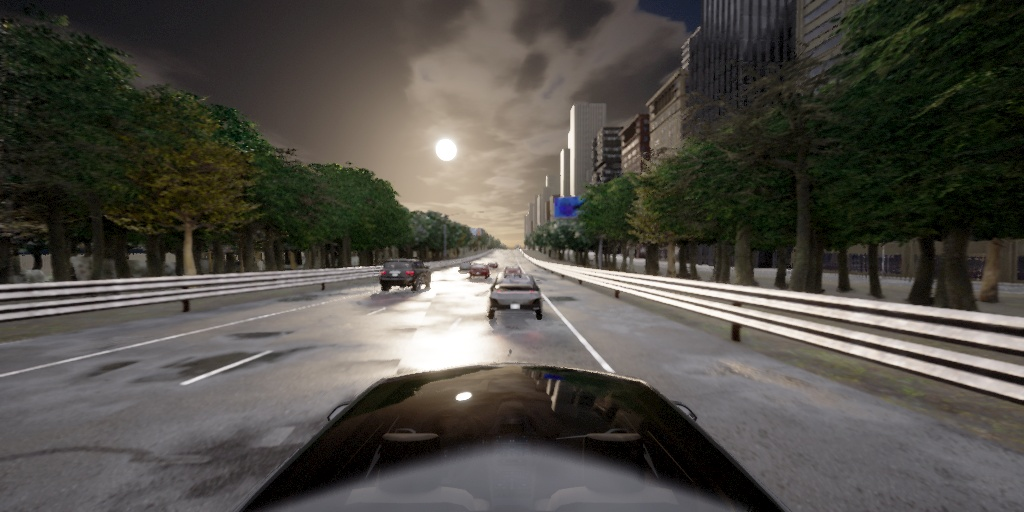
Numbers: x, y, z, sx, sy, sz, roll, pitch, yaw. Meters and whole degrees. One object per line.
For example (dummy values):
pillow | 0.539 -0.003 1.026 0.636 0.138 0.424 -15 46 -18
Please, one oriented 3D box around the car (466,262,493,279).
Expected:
car | -3.402 1.579 38.180 1.882 1.535 5.008 0 0 0

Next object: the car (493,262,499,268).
car | -3.404 1.646 64.157 1.895 1.301 4.718 0 0 0

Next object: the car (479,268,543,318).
car | 0.100 1.394 13.675 2.128 1.511 4.902 0 -1 0

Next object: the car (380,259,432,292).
car | -6.902 1.239 23.837 2.150 2.045 5.566 0 -1 0

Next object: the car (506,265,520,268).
car | 0.098 1.706 40.027 1.895 1.301 4.718 0 0 0

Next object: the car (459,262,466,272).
car | -6.904 1.650 54.730 1.994 1.385 4.181 0 0 0
